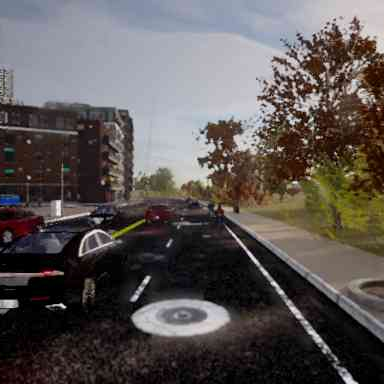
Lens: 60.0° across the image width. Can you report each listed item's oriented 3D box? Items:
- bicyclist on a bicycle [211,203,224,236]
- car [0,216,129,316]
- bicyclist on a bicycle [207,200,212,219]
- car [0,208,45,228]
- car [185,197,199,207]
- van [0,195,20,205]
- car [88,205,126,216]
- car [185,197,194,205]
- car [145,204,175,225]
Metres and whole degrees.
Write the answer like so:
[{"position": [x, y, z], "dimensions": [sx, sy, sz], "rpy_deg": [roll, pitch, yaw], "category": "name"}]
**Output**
[{"position": [1.529, 1.567, 18.364], "dimensions": [0.582, 1.620, 1.656], "rpy_deg": [0, -1, 1], "category": "bicyclist on a bicycle"}, {"position": [-2.779, 1.549, 7.630], "dimensions": [2.128, 1.511, 4.902], "rpy_deg": [0, 0, 2], "category": "car"}, {"position": [1.621, 1.546, 28.288], "dimensions": [0.659, 1.776, 1.843], "rpy_deg": [0, 0, 0], "category": "bicyclist on a bicycle"}, {"position": [-9.237, 1.612, 16.688], "dimensions": [1.882, 1.535, 5.008], "rpy_deg": [0, -1, 1], "category": "car"}, {"position": [0.265, 1.904, 57.997], "dimensions": [2.033, 1.411, 5.357], "rpy_deg": [0, 0, -3], "category": "car"}, {"position": [-30.667, 1.333, 55.066], "dimensions": [3.998, 1.788, 1.690], "rpy_deg": [1, -2, -31], "category": "van"}, {"position": [-5.895, 1.660, 23.409], "dimensions": [2.128, 1.511, 4.902], "rpy_deg": [0, 0, 1], "category": "car"}, {"position": [-0.607, 1.925, 73.272], "dimensions": [1.882, 1.535, 5.008], "rpy_deg": [0, 0, -4], "category": "car"}, {"position": [-2.435, 1.651, 25.886], "dimensions": [1.882, 1.535, 5.008], "rpy_deg": [0, 0, 0], "category": "car"}]
